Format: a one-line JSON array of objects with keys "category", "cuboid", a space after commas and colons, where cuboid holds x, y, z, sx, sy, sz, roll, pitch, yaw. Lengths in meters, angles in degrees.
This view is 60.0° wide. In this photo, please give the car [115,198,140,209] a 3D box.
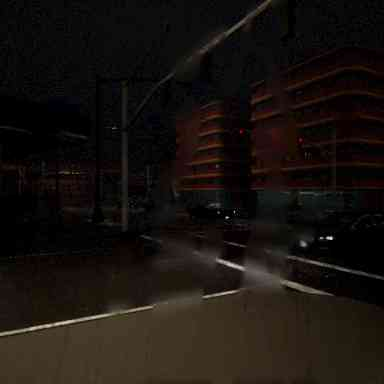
[{"category": "car", "cuboid": [-8.735, 1.505, 44.152, 1.837, 1.490, 4.892, 0, 0, -31]}]

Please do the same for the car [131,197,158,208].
[{"category": "car", "cuboid": [-7.004, 1.547, 48.487, 2.033, 1.411, 5.357, 0, 0, -31]}]

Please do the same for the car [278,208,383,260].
[{"category": "car", "cuboid": [5.885, 1.491, 12.400, 4.902, 1.511, 2.128, 0, 0, -30]}]

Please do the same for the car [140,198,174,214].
[{"category": "car", "cuboid": [-3.591, 1.526, 35.435, 1.812, 1.442, 4.674, 0, 0, -30]}]

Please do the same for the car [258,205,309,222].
[{"category": "car", "cuboid": [7.148, 1.601, 24.064, 1.895, 1.301, 4.718, 0, 0, -45]}]

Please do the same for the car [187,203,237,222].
[{"category": "car", "cuboid": [1.513, 1.601, 26.797, 1.895, 1.301, 4.718, 0, 0, -31]}]
